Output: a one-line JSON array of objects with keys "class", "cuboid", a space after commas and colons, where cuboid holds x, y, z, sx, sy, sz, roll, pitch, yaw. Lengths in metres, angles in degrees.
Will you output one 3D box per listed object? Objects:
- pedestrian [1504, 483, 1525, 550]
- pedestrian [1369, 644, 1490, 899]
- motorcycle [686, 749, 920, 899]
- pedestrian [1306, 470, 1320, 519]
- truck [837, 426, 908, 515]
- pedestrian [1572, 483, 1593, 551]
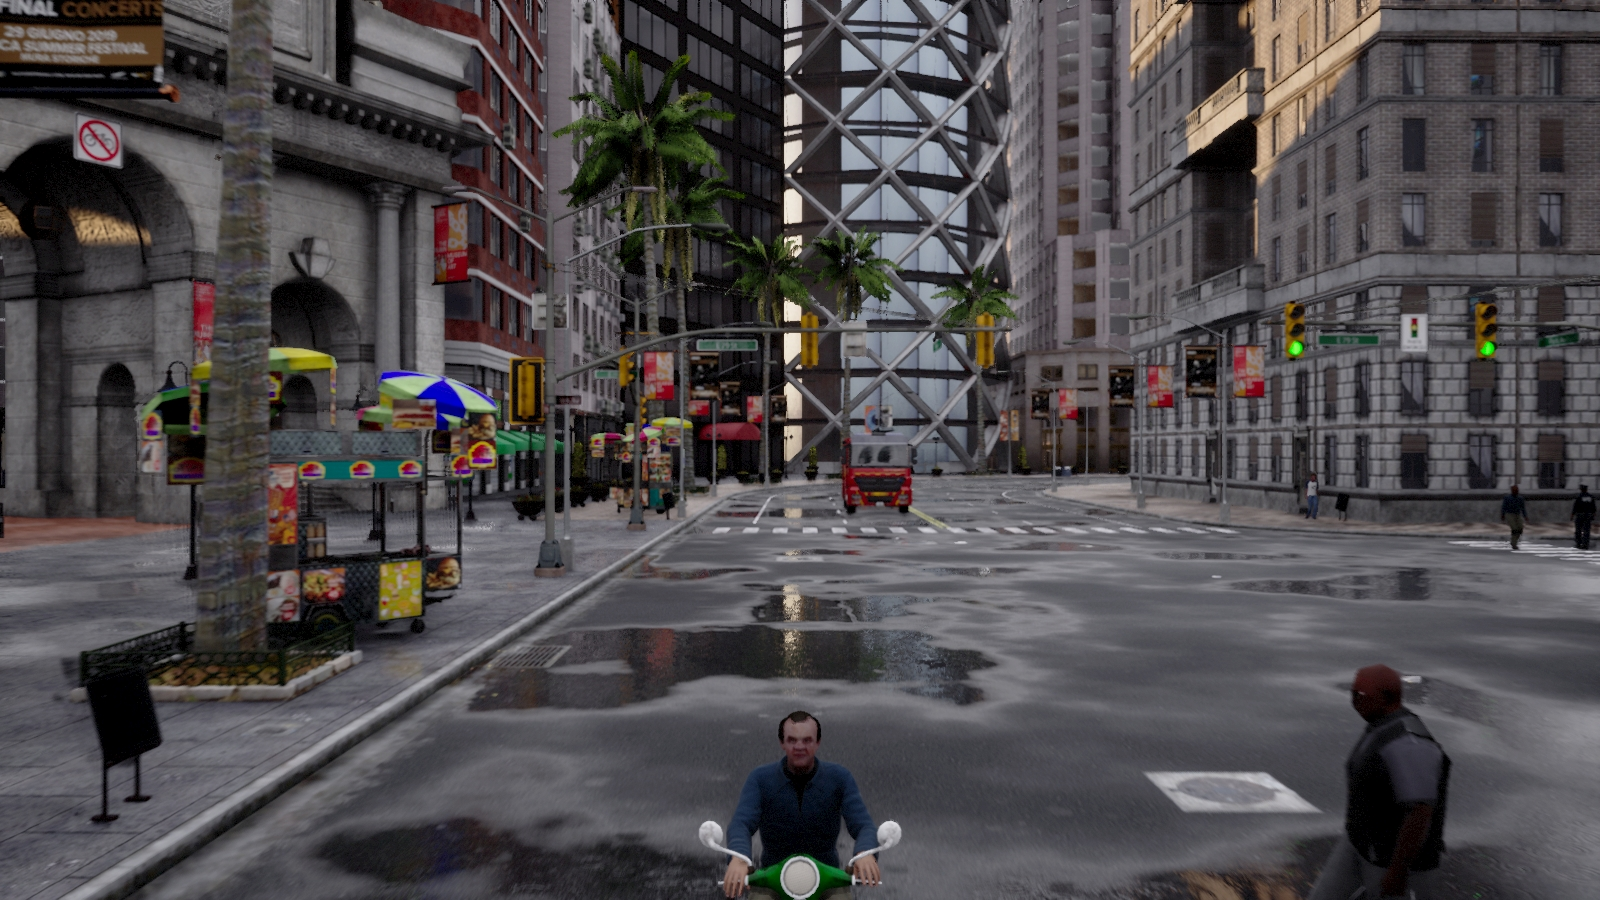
[{"class": "pedestrian", "cuboid": [19.884, 1.845, 31.815, 0.375, 1.860, 0.375, 0, 0, 9]}, {"class": "pedestrian", "cuboid": [2.852, 1.849, 5.197, 0.375, 1.860, 0.375, 0, 0, 8]}, {"class": "motorcycle", "cuboid": [0.010, 2.181, 5.075, 0.856, 1.236, 1.805, 0, 0, 0]}, {"class": "pedestrian", "cuboid": [19.483, 1.693, 43.372, 0.375, 1.860, 0.375, 0, 0, 1]}, {"class": "truck", "cuboid": [3.271, 0.886, 53.847, 2.891, 3.827, 8.468, 0, 0, 0]}, {"class": "pedestrian", "cuboid": [21.736, 1.846, 31.744, 0.375, 1.860, 0.375, 0, 0, 16]}]
